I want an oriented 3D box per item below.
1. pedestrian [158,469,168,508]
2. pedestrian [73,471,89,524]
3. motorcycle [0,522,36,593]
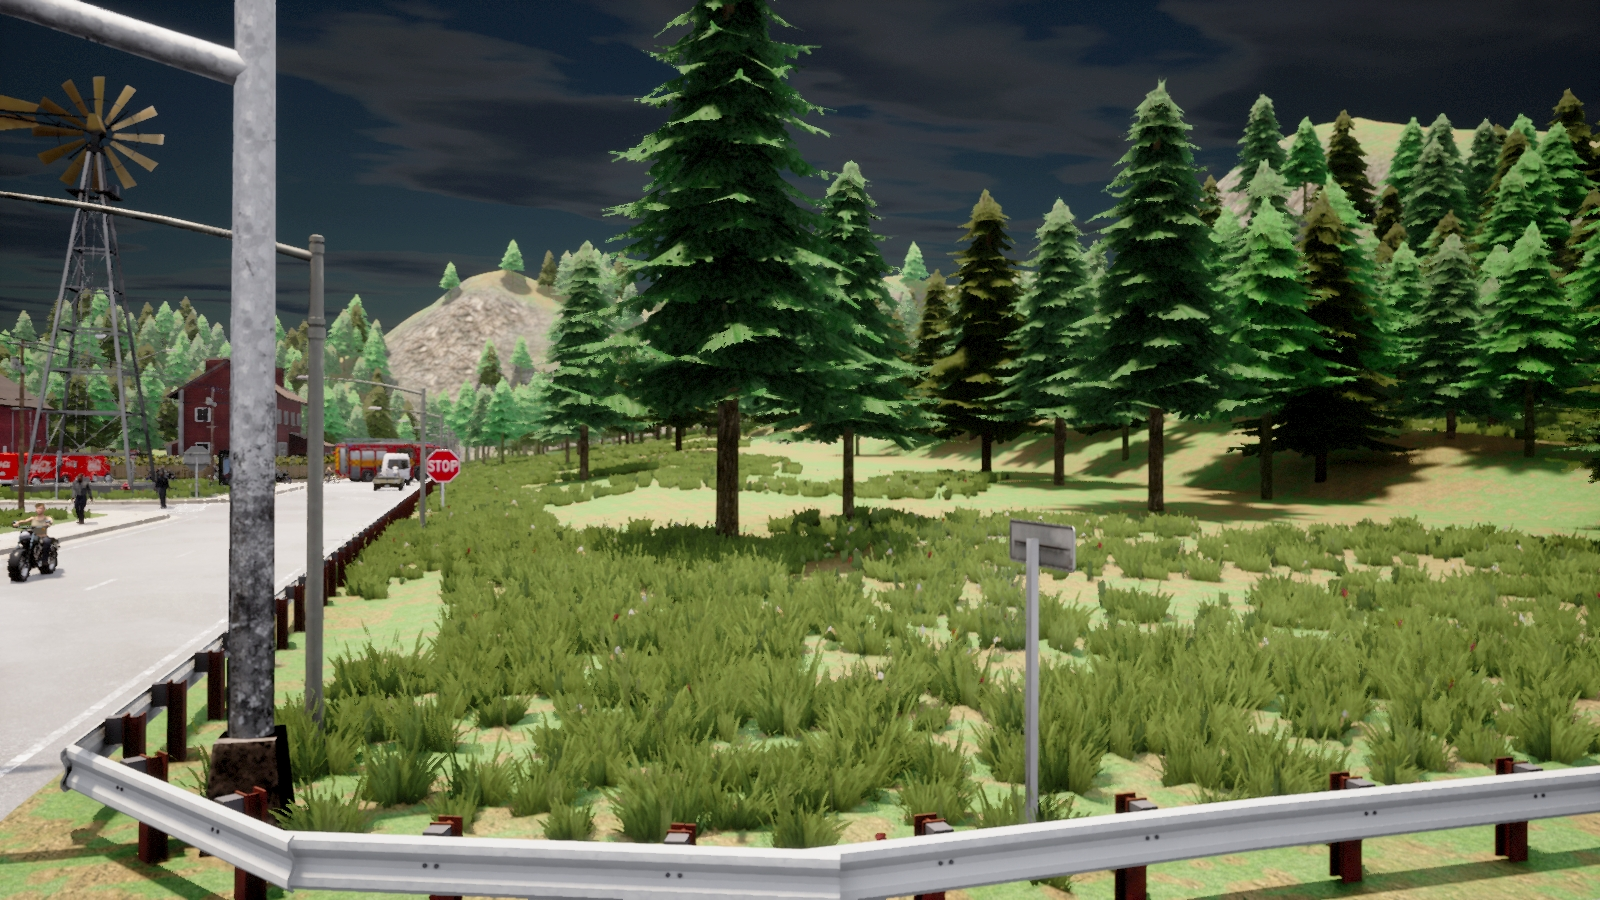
[{"bbox_3d":[-29.966,1.805,53.736,0.375,1.860,0.375,0,0,-21],"label":"pedestrian"},{"bbox_3d":[-25.065,1.651,39.824,0.375,1.860,0.375,0,0,-16],"label":"pedestrian"},{"bbox_3d":[-16.039,2.136,22.660,0.764,1.277,2.356,0,0,-16],"label":"motorcycle"}]
